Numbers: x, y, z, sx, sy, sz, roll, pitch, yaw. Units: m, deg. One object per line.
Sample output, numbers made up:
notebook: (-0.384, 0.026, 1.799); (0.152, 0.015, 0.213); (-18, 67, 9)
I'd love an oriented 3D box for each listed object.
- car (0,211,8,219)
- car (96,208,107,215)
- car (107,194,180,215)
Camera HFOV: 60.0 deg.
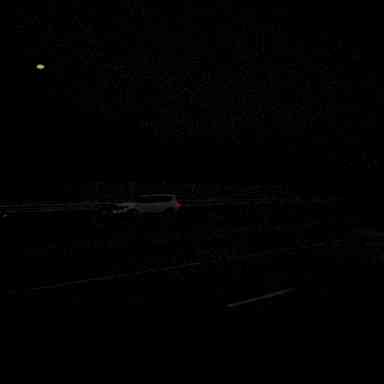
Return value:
car: (-12.043, 1.490, 16.897); (4.902, 1.511, 2.128); (0, 0, -35)
car: (-5.592, 1.545, 29.194); (5.357, 1.411, 2.033); (0, 0, -38)
car: (-3.649, 1.220, 27.168); (5.566, 2.045, 2.150); (0, 0, -35)
